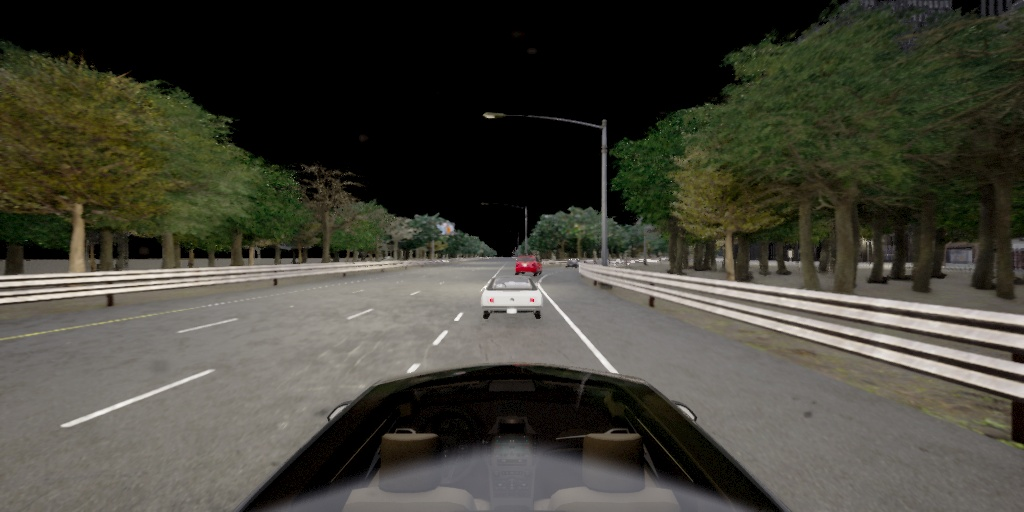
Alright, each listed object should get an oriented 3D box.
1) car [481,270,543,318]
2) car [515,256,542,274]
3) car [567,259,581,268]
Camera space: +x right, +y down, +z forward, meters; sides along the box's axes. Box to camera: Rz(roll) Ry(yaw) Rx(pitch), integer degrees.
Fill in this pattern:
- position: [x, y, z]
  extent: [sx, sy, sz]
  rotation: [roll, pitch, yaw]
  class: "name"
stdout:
- position: [-0.001, 1.359, 12.955]
  extent: [1.895, 1.301, 4.718]
  rotation: [0, 0, 0]
  class: "car"
- position: [1.780, 1.000, 36.788]
  extent: [2.150, 2.045, 5.566]
  rotation: [0, 0, 12]
  class: "car"
- position: [10.789, 1.309, 61.034]
  extent: [1.812, 1.442, 4.674]
  rotation: [0, 0, 29]
  class: "car"
